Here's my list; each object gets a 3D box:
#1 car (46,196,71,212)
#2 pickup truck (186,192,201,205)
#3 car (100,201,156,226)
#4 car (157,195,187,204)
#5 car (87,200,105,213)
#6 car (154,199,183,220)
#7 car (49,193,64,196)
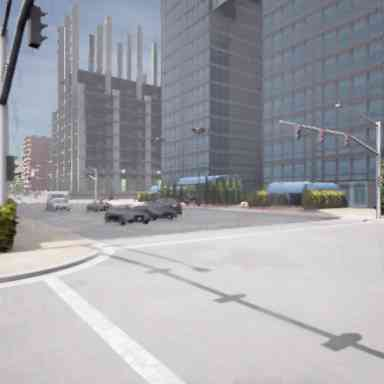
[{"bbox_3d":[-15.531,1.543,38.601,1.812,1.442,4.674,0,0,-36],"label":"car"},{"bbox_3d":[0.111,1.108,57.386,2.390,2.098,6.274,0,0,-6],"label":"pickup truck"},{"bbox_3d":[-4.638,1.579,23.621,1.994,1.385,4.181,0,0,-36],"label":"car"},{"bbox_3d":[-2.909,1.377,33.467,2.097,1.767,4.553,0,0,-36],"label":"car"},{"bbox_3d":[-10.293,1.585,37.332,1.994,1.385,4.181,0,0,-36],"label":"car"},{"bbox_3d":[-3.325,1.568,27.762,2.033,1.411,5.357,0,0,-36],"label":"car"},{"bbox_3d":[-21.293,1.229,52.591,2.150,2.045,5.566,0,0,-36],"label":"car"}]
